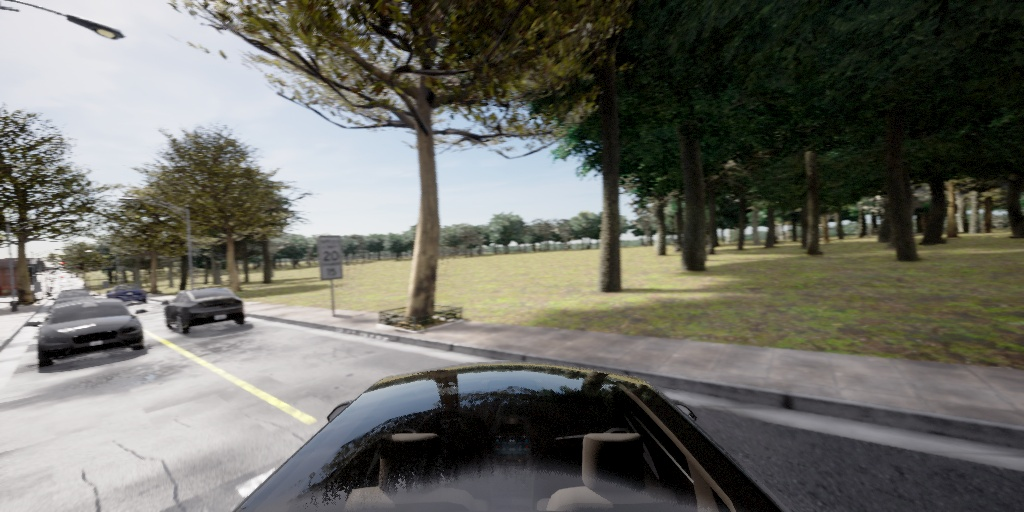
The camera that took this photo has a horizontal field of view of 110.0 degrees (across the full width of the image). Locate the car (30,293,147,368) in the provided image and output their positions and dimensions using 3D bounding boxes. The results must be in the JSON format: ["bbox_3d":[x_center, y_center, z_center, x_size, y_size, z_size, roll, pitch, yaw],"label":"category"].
[{"bbox_3d":[-12.269,2.045,10.438,4.892,1.490,1.837,-4,0,38],"label":"car"}]

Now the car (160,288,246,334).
[{"bbox_3d":[-12.171,2.026,14.124,4.892,1.490,1.837,-4,0,38],"label":"car"}]

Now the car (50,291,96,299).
[{"bbox_3d":[-31.958,3.300,26.170,5.008,1.535,1.882,-4,0,39],"label":"car"}]

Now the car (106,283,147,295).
[{"bbox_3d":[-33.005,3.237,30.679,4.553,1.767,2.097,-4,0,38],"label":"car"}]
